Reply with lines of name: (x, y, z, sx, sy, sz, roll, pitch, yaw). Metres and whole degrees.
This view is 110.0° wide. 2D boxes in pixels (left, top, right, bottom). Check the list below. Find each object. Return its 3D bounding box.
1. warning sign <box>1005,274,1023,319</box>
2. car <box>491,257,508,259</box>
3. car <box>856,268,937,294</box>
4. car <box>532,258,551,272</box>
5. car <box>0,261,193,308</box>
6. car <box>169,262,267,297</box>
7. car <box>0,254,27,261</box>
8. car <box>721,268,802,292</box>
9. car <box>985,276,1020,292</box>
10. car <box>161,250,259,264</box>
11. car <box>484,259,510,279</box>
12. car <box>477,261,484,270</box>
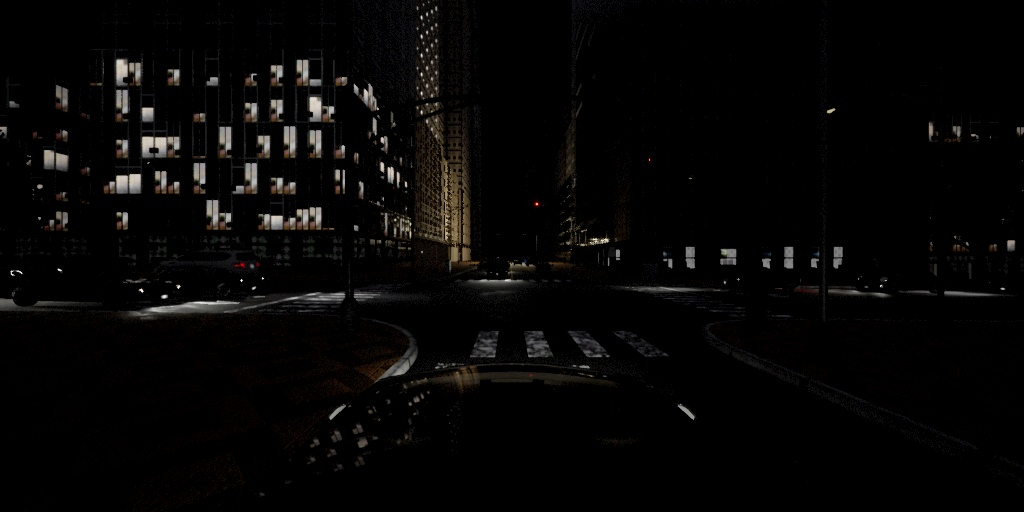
warning sign: (17.281, 1.204, 11.741, 1.060, 1.860, 1.300, 0, 0, -3)
car: (-1.518, 1.239, 48.713, 1.882, 1.535, 5.008, 0, 0, 0)
car: (26.746, 1.606, 24.885, 4.553, 1.767, 2.097, 1, 0, -3)
car: (3.955, 1.328, 45.552, 1.948, 1.339, 4.313, 0, 0, 0)
car: (-15.290, 1.042, 13.035, 5.357, 1.411, 2.033, 1, 0, 0)
car: (-14.011, 1.118, 16.315, 4.718, 1.301, 1.895, 1, 0, -3)
car: (-22.916, 0.706, 15.911, 4.553, 1.767, 2.097, 1, 0, -3)
car: (16.900, 1.569, 24.437, 4.902, 1.511, 2.128, 1, 0, -3)
car: (36.761, 2.034, 25.336, 4.718, 1.301, 1.895, 1, 0, -2)
car: (-19.157, 0.644, 22.684, 5.566, 2.045, 2.150, 1, 0, -1)
car: (-1.325, 1.273, 32.319, 1.837, 1.490, 4.892, 0, 0, -2)
car: (-3.994, 1.342, 51.050, 1.802, 1.307, 4.207, 0, 0, 0)
